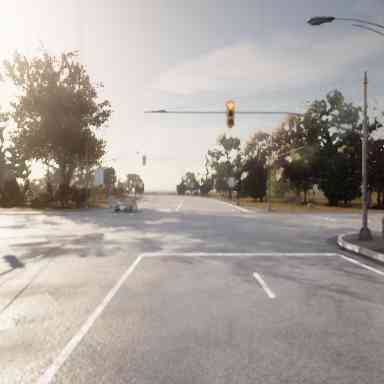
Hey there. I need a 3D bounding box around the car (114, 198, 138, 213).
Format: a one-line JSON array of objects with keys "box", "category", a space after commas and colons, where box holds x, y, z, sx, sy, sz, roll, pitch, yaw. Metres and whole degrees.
[{"box": [-7.092, 1.458, 36.178, 2.128, 1.511, 4.902, 0, 0, 0], "category": "car"}]
